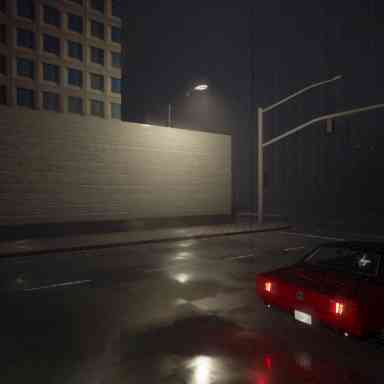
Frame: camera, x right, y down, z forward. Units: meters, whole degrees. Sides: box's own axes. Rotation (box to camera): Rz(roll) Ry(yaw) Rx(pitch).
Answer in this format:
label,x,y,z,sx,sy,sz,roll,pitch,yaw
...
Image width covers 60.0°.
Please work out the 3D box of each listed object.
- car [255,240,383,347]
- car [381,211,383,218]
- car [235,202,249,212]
label,x,y,z,sx,sy,sz,roll,pitch,yaw
car,3.499,1.601,6.286,4.718,1.301,1.895,0,0,-35
car,16.875,1.578,24.211,5.357,1.411,2.033,0,0,27
car,4.334,1.656,38.319,1.895,1.301,4.718,0,0,-35
